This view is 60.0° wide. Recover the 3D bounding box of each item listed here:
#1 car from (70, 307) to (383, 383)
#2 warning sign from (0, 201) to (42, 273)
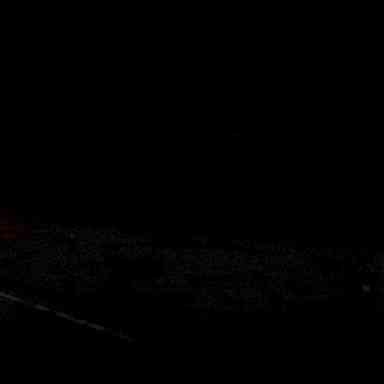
[{"bbox_3d":[0.933,1.570,2.300,4.313,1.339,1.947,-1,-1,36],"label":"car"},{"bbox_3d":[-5.221,1.210,9.531,1.060,1.860,1.300,-1,0,36],"label":"warning sign"}]
